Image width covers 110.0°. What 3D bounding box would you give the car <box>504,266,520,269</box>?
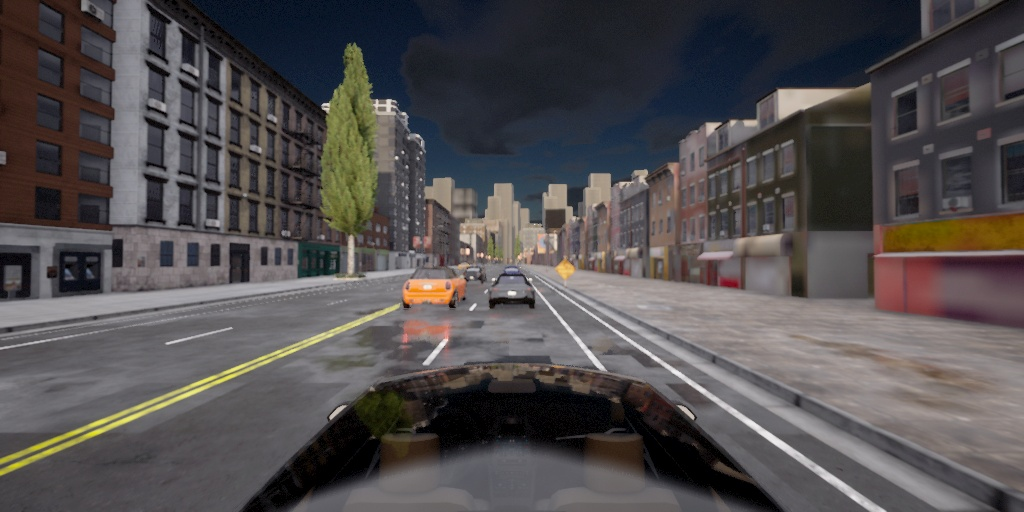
[{"bbox_3d":[-0.006,1.612,31.233,1.812,1.442,4.674,0,-1,0],"label":"car"}]

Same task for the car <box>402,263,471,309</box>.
[{"bbox_3d":[-3.253,1.252,15.941,2.097,1.767,4.553,0,-1,0],"label":"car"}]

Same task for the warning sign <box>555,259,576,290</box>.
[{"bbox_3d":[3.218,1.084,21.517,1.300,1.860,1.060,0,0,0],"label":"warning sign"}]

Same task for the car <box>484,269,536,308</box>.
[{"bbox_3d":[0.000,1.469,16.161,1.994,1.385,4.181,0,-1,0],"label":"car"}]

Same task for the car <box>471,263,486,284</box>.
[{"bbox_3d":[-3.256,1.612,31.242,1.812,1.442,4.674,0,-1,0],"label":"car"}]
